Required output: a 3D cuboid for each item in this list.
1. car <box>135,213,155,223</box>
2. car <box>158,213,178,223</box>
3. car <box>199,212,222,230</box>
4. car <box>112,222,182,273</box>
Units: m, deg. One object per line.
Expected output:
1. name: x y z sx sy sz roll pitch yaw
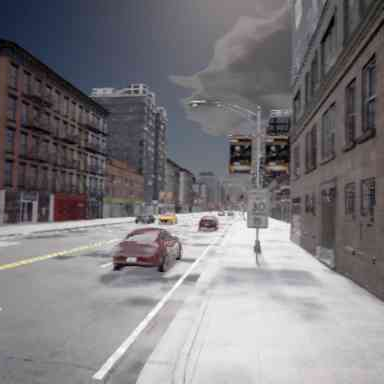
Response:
1. car: -6.483 3.699 46.451 1.994 1.385 4.181 1 -3 9
2. car: -3.267 3.671 45.974 1.882 1.535 5.008 1 -3 9
3. car: 1.920 3.345 36.674 1.882 1.535 5.008 1 -3 9
4. car: -1.606 2.137 12.967 1.812 1.442 4.674 1 -3 9
